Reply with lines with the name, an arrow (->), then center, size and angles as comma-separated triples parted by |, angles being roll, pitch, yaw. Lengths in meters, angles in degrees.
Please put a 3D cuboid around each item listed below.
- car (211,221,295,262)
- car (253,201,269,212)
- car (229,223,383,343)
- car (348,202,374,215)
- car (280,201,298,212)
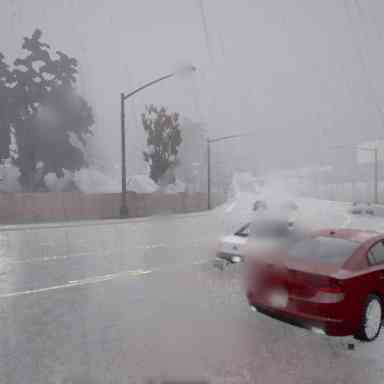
car -> 2.864, 1.618, 10.917 | 4.718, 1.301, 1.895 | 0, 0, -44
car -> 8.998, 1.833, 43.502 | 2.033, 1.411, 5.357 | -1, -1, 12
car -> 3.182, 1.483, 6.596 | 5.008, 1.535, 1.882 | 0, 0, -41
car -> 18.021, 1.719, 35.730 | 1.895, 1.301, 4.718 | -1, -1, 18
car -> 12.238, 1.835, 42.005 | 1.895, 1.301, 4.718 | -1, -1, 12
